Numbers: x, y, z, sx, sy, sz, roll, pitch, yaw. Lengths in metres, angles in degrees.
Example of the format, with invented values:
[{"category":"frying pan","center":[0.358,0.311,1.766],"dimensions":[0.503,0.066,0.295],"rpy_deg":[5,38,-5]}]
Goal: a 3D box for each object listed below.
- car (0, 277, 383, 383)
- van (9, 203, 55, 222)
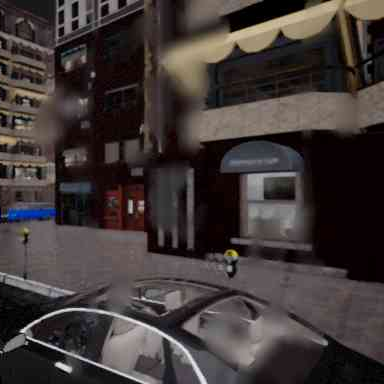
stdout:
[{"category":"car","center":[-0.528,1.564,3.251],"dimensions":[4.403,1.369,2.008],"rpy_deg":[0,0,35]},{"category":"van","center":[-14.792,1.883,30.917],"dimensions":[1.690,1.788,3.998],"rpy_deg":[-2,-2,35]}]
